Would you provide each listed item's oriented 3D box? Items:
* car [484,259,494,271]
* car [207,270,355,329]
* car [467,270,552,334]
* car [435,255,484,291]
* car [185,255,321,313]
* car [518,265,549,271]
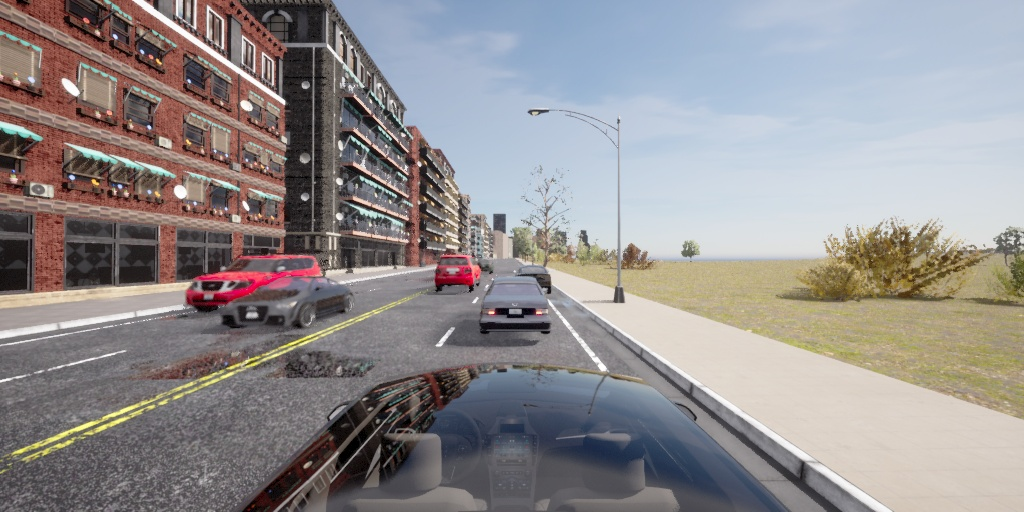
[{"bbox_3d":[-3.186,1.104,41.406,2.097,1.767,4.553,0,0,0],"label":"car"},{"bbox_3d":[-6.609,1.315,11.110,1.994,1.385,4.181,0,0,0],"label":"car"},{"bbox_3d":[0.093,1.299,10.586,2.033,1.411,5.357,0,0,0],"label":"car"},{"bbox_3d":[-3.171,0.974,21.724,2.150,2.045,5.566,0,0,0],"label":"car"},{"bbox_3d":[-9.866,0.973,14.423,2.150,2.045,5.566,0,0,0],"label":"car"},{"bbox_3d":[1.118,1.230,20.350,1.882,1.535,5.008,0,0,0],"label":"car"}]
